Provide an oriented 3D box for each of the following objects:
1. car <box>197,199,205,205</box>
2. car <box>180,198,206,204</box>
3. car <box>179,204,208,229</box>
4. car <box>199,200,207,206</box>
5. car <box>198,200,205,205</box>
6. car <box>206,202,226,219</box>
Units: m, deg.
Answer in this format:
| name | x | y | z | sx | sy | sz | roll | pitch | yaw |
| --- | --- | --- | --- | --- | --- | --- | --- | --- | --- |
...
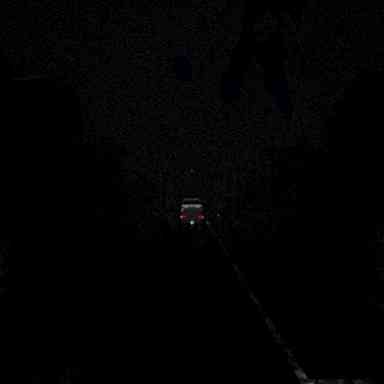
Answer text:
| name | x | y | z | sx | sy | sz | roll | pitch | yaw |
| --- | --- | --- | --- | --- | --- | --- | --- | --- | --- |
| car | 2.493 | 2.724 | 94.693 | 1.967 | 1.590 | 4.097 | -1 | -1 | 0 |
| car | -0.013 | 1.671 | 34.226 | 2.150 | 2.045 | 5.566 | 0 | -1 | 0 |
| car | 0.024 | 1.846 | 24.472 | 1.812 | 1.442 | 4.674 | 0 | -1 | 1 |
| car | 2.519 | 2.635 | 78.096 | 1.802 | 1.307 | 4.206 | -1 | -1 | 0 |
| car | 2.503 | 2.752 | 89.160 | 1.887 | 1.381 | 4.507 | -1 | -1 | 0 |
| car | 2.577 | 2.006 | 34.590 | 2.008 | 1.369 | 4.403 | -1 | -1 | 0 |
